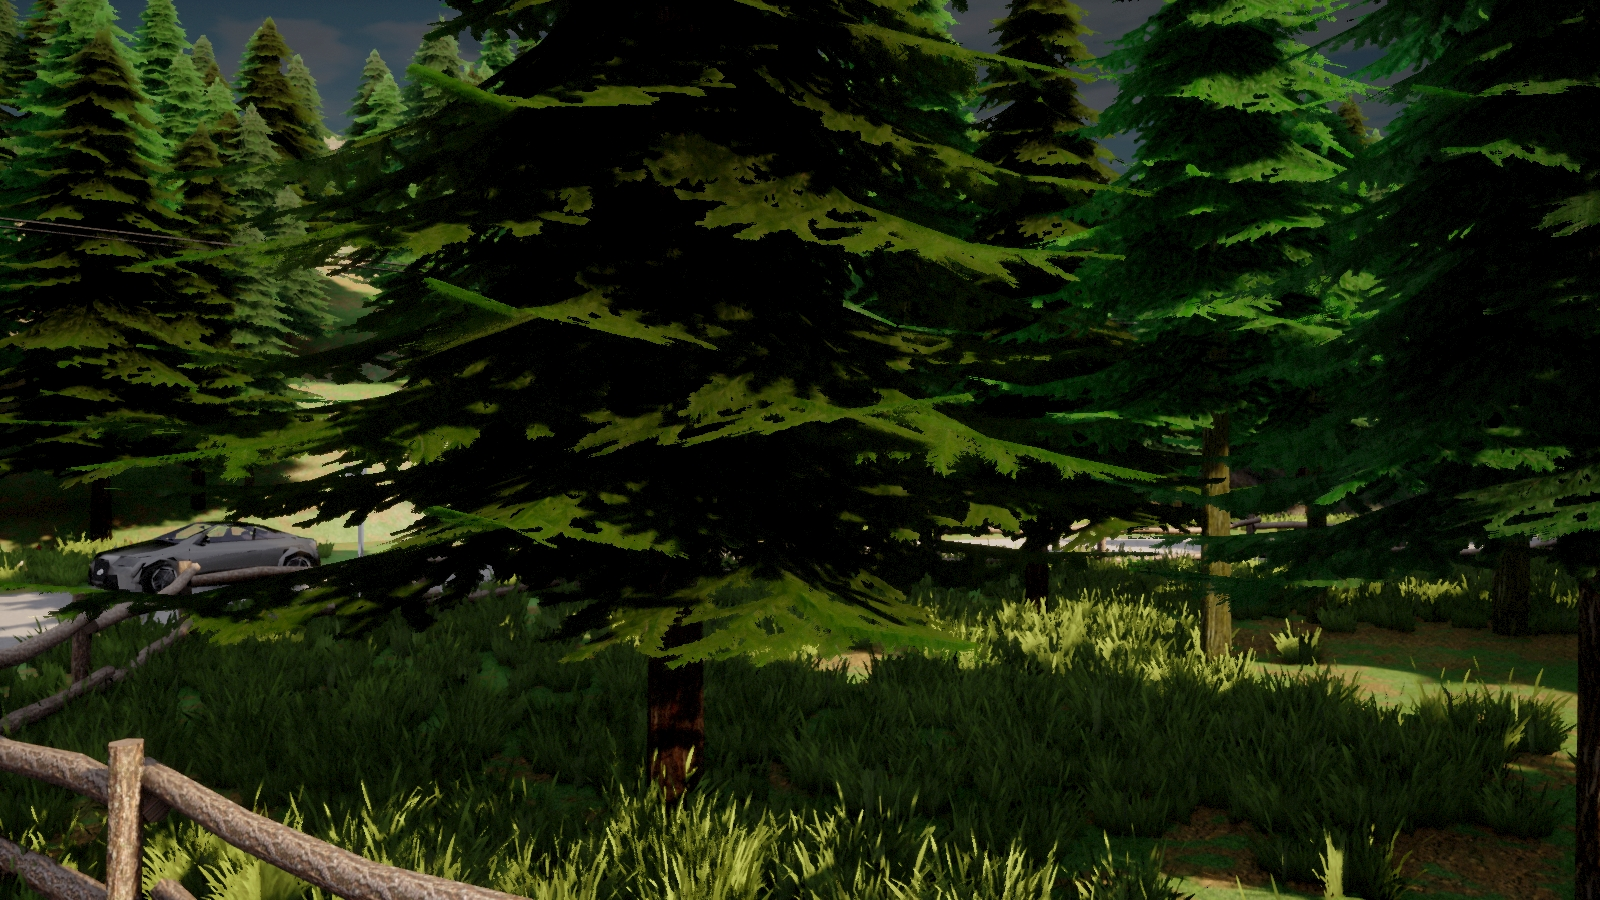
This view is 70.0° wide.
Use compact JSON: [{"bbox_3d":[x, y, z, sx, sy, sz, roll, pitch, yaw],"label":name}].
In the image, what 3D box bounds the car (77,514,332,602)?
[{"bbox_3d":[-12.055,2.119,23.321,1.994,1.385,4.181,0,0,41],"label":"car"}]
